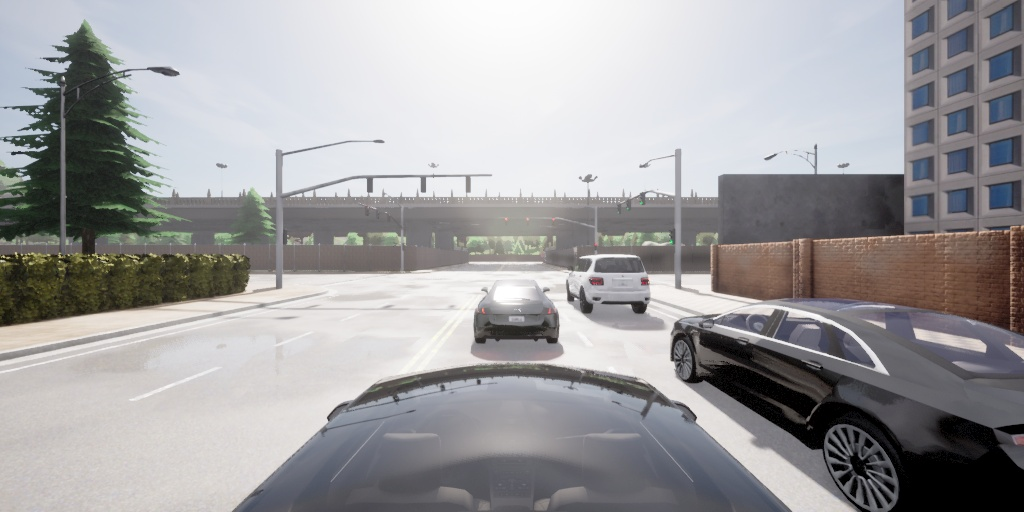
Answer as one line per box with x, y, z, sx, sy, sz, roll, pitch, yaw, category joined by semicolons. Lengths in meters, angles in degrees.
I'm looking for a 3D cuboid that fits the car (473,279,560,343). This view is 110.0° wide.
0.099;1.314;9.655;1.994;1.385;4.181;0;0;0;car

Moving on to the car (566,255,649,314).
3.499;0.971;13.998;2.150;2.045;5.566;0;0;0;car

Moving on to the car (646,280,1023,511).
3.597;1.242;4.192;2.128;1.511;4.902;0;0;0;car
